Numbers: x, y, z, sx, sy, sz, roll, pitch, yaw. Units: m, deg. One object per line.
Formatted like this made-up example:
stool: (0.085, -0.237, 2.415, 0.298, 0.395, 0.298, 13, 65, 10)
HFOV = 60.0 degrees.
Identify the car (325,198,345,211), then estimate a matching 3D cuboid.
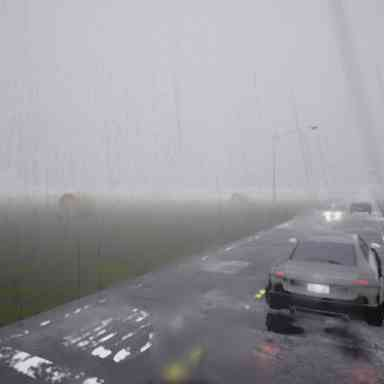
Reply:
car: (17.092, 1.417, 39.626, 2.128, 1.511, 4.902, 0, 0, 28)

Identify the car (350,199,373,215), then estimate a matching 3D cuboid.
car: (17.130, 1.416, 33.729, 1.882, 1.535, 5.008, 0, 0, 28)

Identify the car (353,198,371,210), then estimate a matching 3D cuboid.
car: (22.011, 1.509, 43.021, 1.895, 1.301, 4.718, 0, 0, 28)

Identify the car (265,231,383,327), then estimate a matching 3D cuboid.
car: (3.018, 1.554, 7.247, 1.994, 1.385, 4.181, 0, 0, 28)
